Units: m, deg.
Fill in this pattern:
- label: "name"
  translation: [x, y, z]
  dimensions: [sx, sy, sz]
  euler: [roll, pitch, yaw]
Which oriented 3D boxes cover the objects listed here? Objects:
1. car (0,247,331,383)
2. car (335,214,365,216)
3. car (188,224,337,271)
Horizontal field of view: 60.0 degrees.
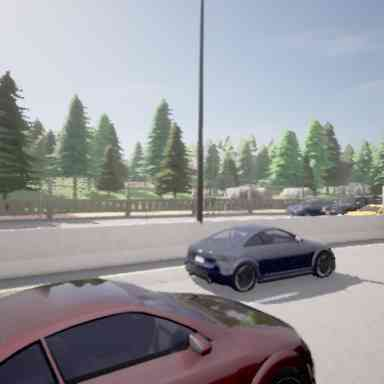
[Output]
- label: "car"
  translation: [-0.762, 1.552, 3.049]
  dimensions: [4.181, 1.385, 1.994]
  euler: [0, 0, -35]
- label: "car"
  translation: [12.389, 1.572, 22.190]
  dimensions: [5.008, 1.535, 1.882]
  euler: [0, 0, -22]
- label: "car"
  translation: [1.899, 1.572, 8.895]
  dimensions: [4.181, 1.385, 1.994]
  euler: [1, 0, -31]
